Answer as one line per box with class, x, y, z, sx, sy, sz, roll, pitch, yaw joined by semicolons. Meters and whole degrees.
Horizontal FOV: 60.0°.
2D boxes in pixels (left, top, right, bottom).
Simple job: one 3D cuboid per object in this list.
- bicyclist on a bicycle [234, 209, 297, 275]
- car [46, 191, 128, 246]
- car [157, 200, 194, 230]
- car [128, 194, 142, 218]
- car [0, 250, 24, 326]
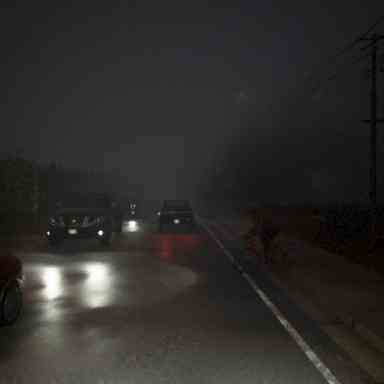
bicyclist on a bicycle;1.806;1.224;8.436;1.656;1.620;0.582;-9;1;-3
car;-4.351;0.987;14.376;2.150;2.045;5.566;0;1;-4
car;-0.909;1.183;18.746;2.128;1.511;4.902;0;1;-3
car;-4.930;0.950;24.621;2.097;1.767;4.553;0;1;-3
car;-3.754;1.459;4.091;1.812;1.442;4.674;0;1;-3
